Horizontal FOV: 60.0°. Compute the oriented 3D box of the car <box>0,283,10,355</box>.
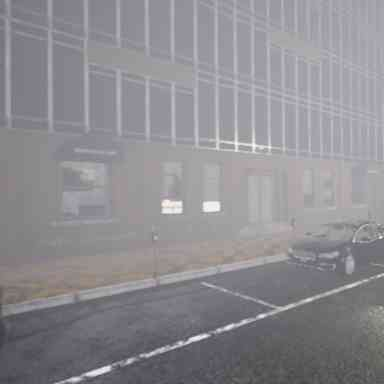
[{"bbox_3d":[-4.288,1.628,3.377,4.313,1.339,1.947,0,0,-37],"label":"car"}]

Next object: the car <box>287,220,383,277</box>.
[{"bbox_3d":[4.721,1.570,10.193,4.403,1.369,2.008,0,0,-37],"label":"car"}]

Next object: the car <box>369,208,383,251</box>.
[{"bbox_3d":[9.225,1.439,13.603,4.097,1.590,1.967,0,0,-37],"label":"car"}]
